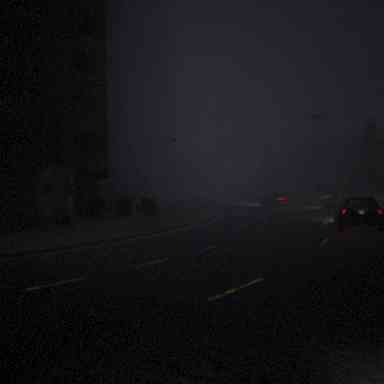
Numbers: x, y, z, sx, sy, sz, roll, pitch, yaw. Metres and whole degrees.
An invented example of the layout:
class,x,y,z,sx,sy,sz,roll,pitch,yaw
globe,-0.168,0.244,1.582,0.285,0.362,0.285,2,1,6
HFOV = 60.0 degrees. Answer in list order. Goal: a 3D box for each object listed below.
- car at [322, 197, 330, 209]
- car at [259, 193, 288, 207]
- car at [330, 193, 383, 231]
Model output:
class,x,y,z,sx,sy,sz,roll,pitch,yaw
car,13.733,0.873,30.527,1.882,1.535,5.008,-1,1,-4
car,9.248,0.894,38.271,2.128,1.511,4.902,-1,1,-10
car,8.908,0.980,18.048,2.097,1.767,4.553,-1,1,20
